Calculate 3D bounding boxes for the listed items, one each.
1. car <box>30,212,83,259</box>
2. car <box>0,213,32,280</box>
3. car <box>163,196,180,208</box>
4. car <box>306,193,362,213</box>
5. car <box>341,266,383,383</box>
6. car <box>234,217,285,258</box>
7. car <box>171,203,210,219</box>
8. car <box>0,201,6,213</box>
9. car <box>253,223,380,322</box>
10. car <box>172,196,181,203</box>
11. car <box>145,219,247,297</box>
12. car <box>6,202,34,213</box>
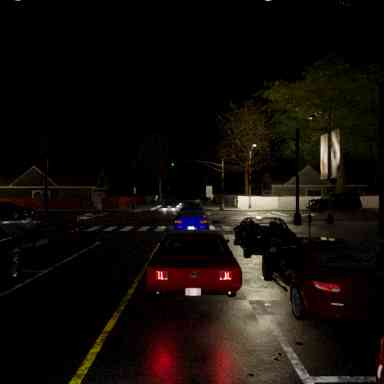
[{"bbox_3d":[-5.405,1.582,12.486,1.802,1.307,4.206,0,0,0],"label":"car"},{"bbox_3d":[-5.395,1.440,6.967,1.967,1.590,4.097,0,0,0],"label":"car"},{"bbox_3d":[-3.195,1.569,48.819,2.033,1.411,5.357,0,0,0],"label":"car"},{"bbox_3d":[15.135,1.122,35.496,5.566,2.045,2.150,0,0,0],"label":"car"},{"bbox_3d":[2.639,1.545,1.465,1.887,1.381,4.507,0,0,0],"label":"car"},{"bbox_3d":[2.620,1.566,12.502,1.947,1.339,4.313,0,0,0],"label":"car"},{"bbox_3d":[0.001,1.526,17.769,1.812,1.442,4.674,0,0,1],"label":"car"},{"bbox_3d":[-17.433,1.603,25.528,4.892,1.490,1.837,0,0,3],"label":"car"},{"bbox_3d":[2.630,1.582,6.983,1.802,1.307,4.206,0,0,0],"label":"car"},{"bbox_3d":[-3.188,1.550,69.299,1.837,1.490,4.892,0,0,0],"label":"car"},{"bbox_3d":[0.042,1.601,8.513,1.895,1.301,4.718,0,0,0],"label":"car"},{"bbox_3d":[-16.278,1.595,28.768,4.892,1.490,1.837,0,0,-1],"label":"car"}]
